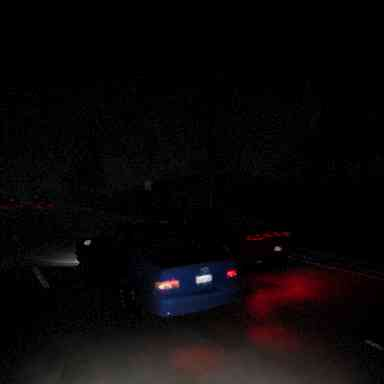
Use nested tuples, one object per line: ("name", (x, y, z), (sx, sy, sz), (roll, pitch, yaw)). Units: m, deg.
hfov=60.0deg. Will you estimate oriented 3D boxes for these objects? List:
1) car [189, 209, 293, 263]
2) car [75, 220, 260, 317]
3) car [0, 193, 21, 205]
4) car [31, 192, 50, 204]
("car", (0.933, 1.301, 10.811), (1.882, 1.535, 5.008), (0, 1, -32))
("car", (-1.142, 1.420, 7.509), (2.033, 1.411, 5.357), (0, 1, -32))
("car", (-23.000, 0.792, 42.075), (1.812, 1.442, 4.674), (0, 1, -32))
("car", (-19.986, 0.769, 43.857), (1.812, 1.442, 4.674), (0, 1, -32))
